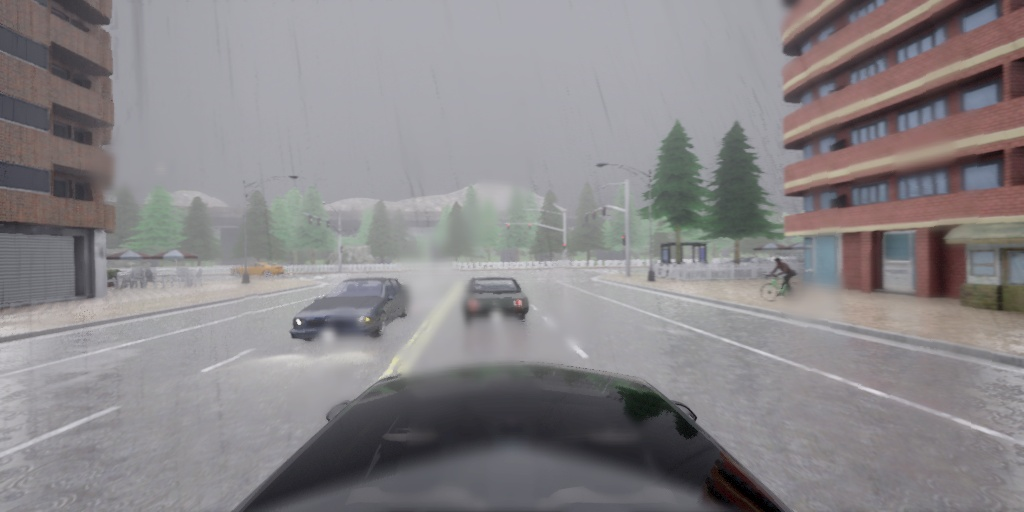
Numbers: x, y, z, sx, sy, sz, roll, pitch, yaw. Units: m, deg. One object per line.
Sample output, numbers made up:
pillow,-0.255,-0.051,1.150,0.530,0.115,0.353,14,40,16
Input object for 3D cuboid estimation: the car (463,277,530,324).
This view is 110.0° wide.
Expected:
car,-0.612,1.338,12.003,1.895,1.301,4.718,-1,0,-5

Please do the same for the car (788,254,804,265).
car,37.405,0.518,47.175,4.902,1.511,2.128,-1,0,4

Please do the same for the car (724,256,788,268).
car,24.220,0.799,36.171,5.357,1.411,2.033,-1,0,-4

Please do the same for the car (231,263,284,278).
car,-27.734,1.518,39.172,5.008,1.535,1.882,-1,0,-4

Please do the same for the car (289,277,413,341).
car,-4.211,1.344,10.475,2.033,1.411,5.357,-1,0,-4

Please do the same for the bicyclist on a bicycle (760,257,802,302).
bicyclist on a bicycle,9.898,0.875,13.162,1.656,1.620,0.582,0,0,-5
